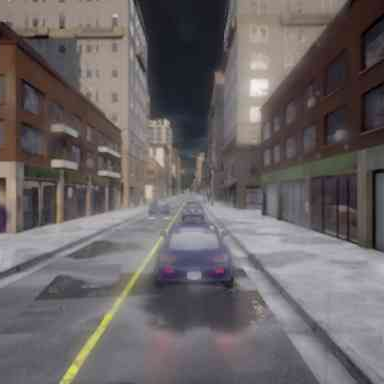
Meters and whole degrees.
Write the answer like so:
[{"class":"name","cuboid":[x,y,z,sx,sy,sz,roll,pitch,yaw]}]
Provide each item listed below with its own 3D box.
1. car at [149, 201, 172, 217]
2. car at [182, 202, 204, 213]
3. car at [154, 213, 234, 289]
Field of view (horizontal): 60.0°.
[{"class":"car","cuboid":[-3.090,1.594,32.622,1.812,1.442,4.674,0,0,0]},{"class":"car","cuboid":[0.093,1.608,28.907,2.033,1.411,5.357,0,0,0]},{"class":"car","cuboid":[0.056,1.542,9.129,1.812,1.442,4.674,0,0,0]}]
